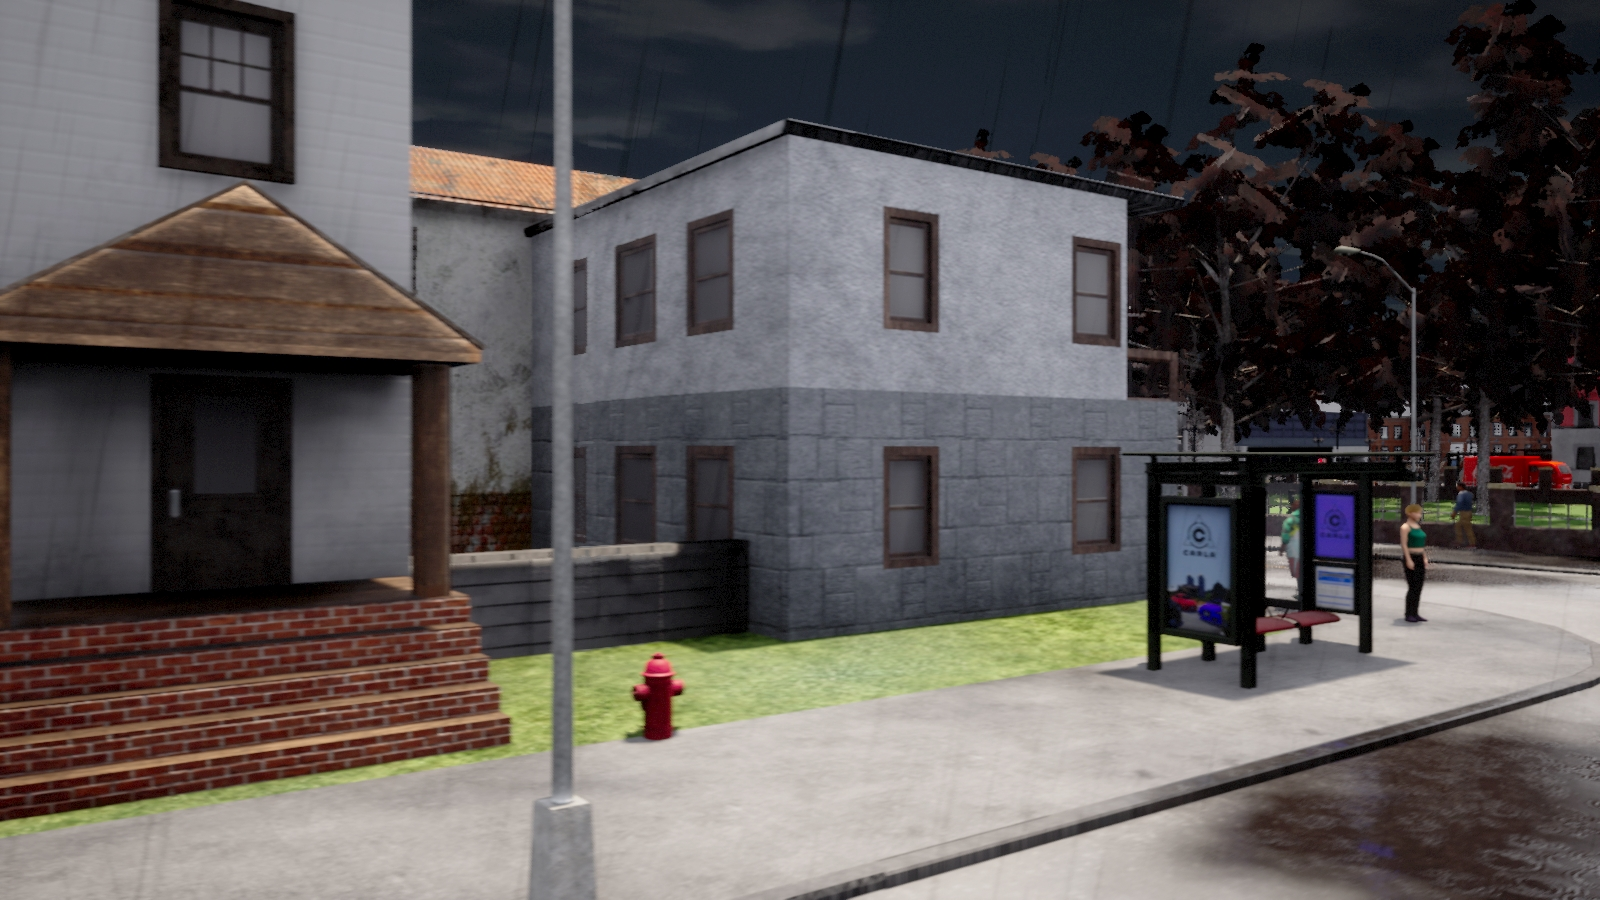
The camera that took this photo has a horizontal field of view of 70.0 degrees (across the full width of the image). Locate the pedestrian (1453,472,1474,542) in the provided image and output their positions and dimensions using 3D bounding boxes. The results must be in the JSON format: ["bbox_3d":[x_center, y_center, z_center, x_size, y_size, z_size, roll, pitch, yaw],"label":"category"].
[{"bbox_3d":[18.055,1.543,31.080,0.375,1.860,0.375,0,0,-36],"label":"pedestrian"}]

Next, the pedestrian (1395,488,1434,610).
[{"bbox_3d":[9.574,1.526,17.797,0.375,1.860,0.375,0,0,-20],"label":"pedestrian"}]

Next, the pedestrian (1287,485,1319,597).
[{"bbox_3d":[8.492,1.526,19.280,0.375,1.860,0.375,0,0,1],"label":"pedestrian"}]
